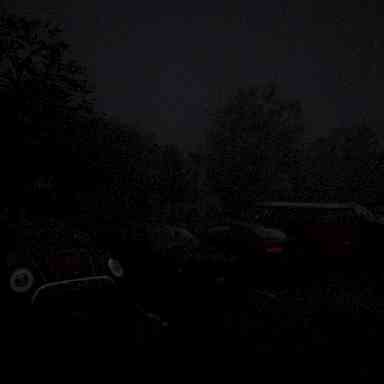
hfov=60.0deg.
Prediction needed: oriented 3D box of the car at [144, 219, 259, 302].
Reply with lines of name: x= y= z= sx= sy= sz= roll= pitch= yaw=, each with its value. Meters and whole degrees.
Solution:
car: x=-0.865 y=1.550 z=8.844 sx=2.097 sy=1.535 sz=5.008 roll=0 pitch=0 yaw=-36

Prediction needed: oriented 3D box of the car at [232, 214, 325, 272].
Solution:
car: x=1.398 y=1.608 z=10.451 sx=2.002 sy=1.452 sz=4.674 roll=0 pitch=0 yaw=-36

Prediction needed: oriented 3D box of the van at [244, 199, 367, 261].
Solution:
van: x=3.589 y=1.360 z=12.163 sx=1.878 sy=1.987 sz=4.442 roll=0 pitch=0 yaw=-36

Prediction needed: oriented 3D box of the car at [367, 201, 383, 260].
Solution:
car: x=5.932 y=1.351 z=13.659 sx=2.435 sy=2.045 sz=5.566 roll=0 pitch=0 yaw=-36

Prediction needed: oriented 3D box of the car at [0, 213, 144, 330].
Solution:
car: x=-3.139 y=1.408 z=7.253 sx=2.185 sy=1.767 sz=4.553 roll=0 pitch=0 yaw=-36
